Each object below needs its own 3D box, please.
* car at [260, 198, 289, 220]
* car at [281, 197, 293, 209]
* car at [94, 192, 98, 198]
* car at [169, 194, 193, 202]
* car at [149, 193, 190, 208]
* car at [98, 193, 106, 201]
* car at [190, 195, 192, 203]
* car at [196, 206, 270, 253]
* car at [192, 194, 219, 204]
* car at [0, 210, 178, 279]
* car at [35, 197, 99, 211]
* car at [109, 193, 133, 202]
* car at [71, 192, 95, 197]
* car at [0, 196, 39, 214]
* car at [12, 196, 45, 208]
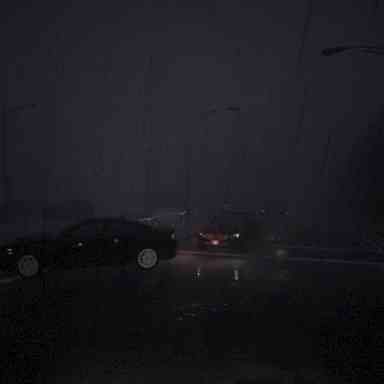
[{"bbox_3d":[6.974,1.487,28.426,1.837,1.490,4.892,0,0,19],"label":"car"},{"bbox_3d":[12.682,1.466,45.438,2.128,1.511,4.902,0,0,19],"label":"car"},{"bbox_3d":[-21.979,1.297,67.974,3.806,1.475,1.970,0,0,18],"label":"car"},{"bbox_3d":[-2.229,1.256,68.713,4.514,1.523,2.007,0,0,18],"label":"car"},{"bbox_3d":[-3.044,1.073,41.795,4.605,1.855,1.932,0,0,18],"label":"car"},{"bbox_3d":[-20.342,1.013,70.932,3.866,1.878,1.905,0,0,18],"label":"car"},{"bbox_3d":[-2.511,1.051,44.681,3.866,1.878,1.905,0,0,18],"label":"car"},{"bbox_3d":[1.785,1.514,13.925,1.812,1.442,4.674,0,0,24],"label":"car"},{"bbox_3d":[1.557,1.124,56.812,5.027,1.636,2.152,0,0,18],"label":"car"},{"bbox_3d":[-2.927,1.475,9.924,5.008,1.535,1.882,0,0,-19],"label":"car"},{"bbox_3d":[-9.083,1.355,24.219,3.633,1.501,1.845,0,0,18],"label":"car"},{"bbox_3d":[-13.927,1.044,65.314,4.605,1.855,1.932,0,0,18],"label":"car"},{"bbox_3d":[-18.562,1.248,53.730,4.514,1.523,2.007,0,0,18],"label":"car"},{"bbox_3d":[-15.171,1.355,29.404,3.806,1.475,1.970,0,0,18],"label":"car"},{"bbox_3d":[-21.779,1.273,44.270,3.633,1.501,1.845,0,0,18],"label":"car"}]
